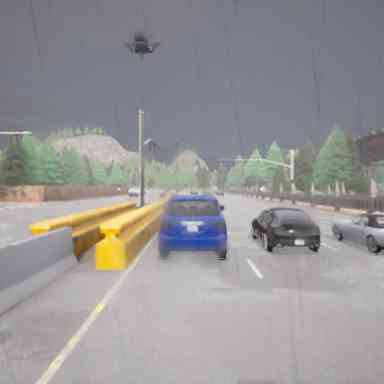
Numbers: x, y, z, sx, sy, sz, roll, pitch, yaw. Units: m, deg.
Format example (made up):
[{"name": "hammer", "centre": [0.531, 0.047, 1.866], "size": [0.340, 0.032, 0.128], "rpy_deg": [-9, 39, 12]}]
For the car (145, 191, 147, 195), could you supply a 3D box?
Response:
[{"name": "car", "centre": [-13.509, 0.323, 92.670], "size": [1.837, 1.490, 4.892], "rpy_deg": [0, 1, 0]}]

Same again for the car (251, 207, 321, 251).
[{"name": "car", "centre": [3.578, 1.364, 13.343], "size": [1.837, 1.490, 4.892], "rpy_deg": [0, 1, 1]}]

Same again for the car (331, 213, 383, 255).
[{"name": "car", "centre": [7.067, 1.467, 12.702], "size": [1.895, 1.301, 4.718], "rpy_deg": [0, 1, 1]}]

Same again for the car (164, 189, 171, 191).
[{"name": "car", "centre": [-6.600, 0.581, 76.864], "size": [2.033, 1.411, 5.357], "rpy_deg": [0, 1, 0]}]

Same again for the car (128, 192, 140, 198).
[{"name": "car", "centre": [-13.599, 0.592, 77.030], "size": [1.994, 1.385, 4.181], "rpy_deg": [0, 1, 0]}]

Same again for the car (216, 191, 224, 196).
[{"name": "car", "centre": [7.468, 0.407, 88.572], "size": [1.812, 1.442, 4.674], "rpy_deg": [0, 1, 0]}]

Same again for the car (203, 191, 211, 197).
[{"name": "car", "centre": [3.966, 0.427, 88.175], "size": [2.033, 1.411, 5.357], "rpy_deg": [0, 1, 0]}]

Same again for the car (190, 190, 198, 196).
[{"name": "car", "centre": [0.468, 0.238, 88.580], "size": [2.097, 1.767, 4.553], "rpy_deg": [0, 1, 0]}]

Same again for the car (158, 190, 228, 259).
[{"name": "car", "centre": [0.057, 1.096, 12.188], "size": [2.150, 2.045, 5.566], "rpy_deg": [0, 1, 1]}]
